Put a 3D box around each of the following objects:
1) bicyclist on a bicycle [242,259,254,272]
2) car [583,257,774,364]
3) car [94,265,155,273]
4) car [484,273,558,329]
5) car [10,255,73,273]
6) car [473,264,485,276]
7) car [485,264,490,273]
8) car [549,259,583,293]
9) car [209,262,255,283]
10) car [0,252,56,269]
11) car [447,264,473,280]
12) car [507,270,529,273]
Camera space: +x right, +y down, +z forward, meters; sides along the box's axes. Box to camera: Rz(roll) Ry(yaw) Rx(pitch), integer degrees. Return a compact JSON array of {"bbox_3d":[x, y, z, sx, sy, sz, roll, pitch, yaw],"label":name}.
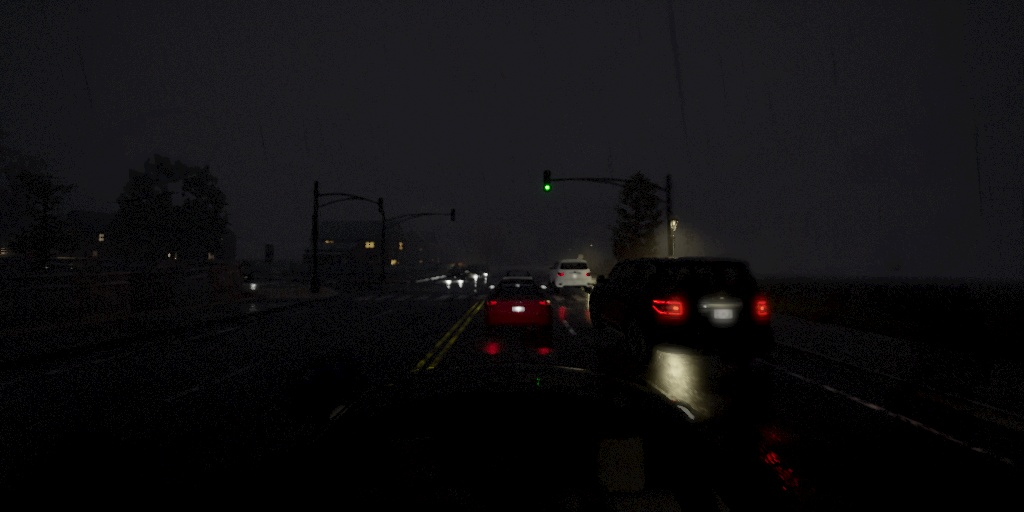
[{"bbox_3d":[-24.521,1.116,33.022,0.582,1.620,1.656,1,-1,15],"label":"bicyclist on a bicycle"},{"bbox_3d":[3.395,1.053,8.449,2.150,2.045,5.566,0,-1,0],"label":"car"},{"bbox_3d":[-30.704,1.112,28.614,5.357,1.411,2.033,1,-2,15],"label":"car"},{"bbox_3d":[0.189,1.434,11.722,1.994,1.385,4.181,0,-1,1],"label":"car"},{"bbox_3d":[-40.609,0.935,31.295,4.892,1.490,1.837,1,-2,16],"label":"car"},{"bbox_3d":[-5.300,1.863,48.755,1.837,1.490,4.892,0,-1,3],"label":"car"},{"bbox_3d":[-4.686,2.004,58.720,1.837,1.490,4.892,0,-1,4],"label":"car"},{"bbox_3d":[3.648,1.237,23.117,2.150,2.045,5.566,0,0,1],"label":"car"},{"bbox_3d":[-21.141,1.199,26.034,4.892,1.490,1.837,1,-2,15],"label":"car"},{"bbox_3d":[-49.138,0.617,36.638,5.566,2.045,2.150,1,-2,15],"label":"car"},{"bbox_3d":[-5.802,1.773,38.889,2.033,1.411,5.357,0,-1,-1],"label":"car"},{"bbox_3d":[0.437,1.636,24.763,1.895,1.301,4.718,0,-1,2],"label":"car"}]
